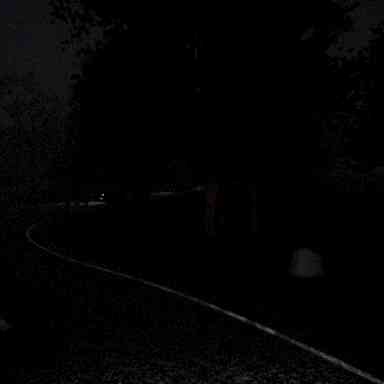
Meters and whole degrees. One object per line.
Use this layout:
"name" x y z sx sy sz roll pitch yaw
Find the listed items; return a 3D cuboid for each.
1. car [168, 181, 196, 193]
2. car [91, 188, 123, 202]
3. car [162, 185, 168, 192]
"car" -1.187 -0.698 54.826 2.128 1.511 4.902 0 5 31
"car" -11.214 0.287 44.050 2.097 1.767 4.553 1 4 26
"car" -3.322 -1.025 58.395 2.097 1.767 4.553 1 5 33
